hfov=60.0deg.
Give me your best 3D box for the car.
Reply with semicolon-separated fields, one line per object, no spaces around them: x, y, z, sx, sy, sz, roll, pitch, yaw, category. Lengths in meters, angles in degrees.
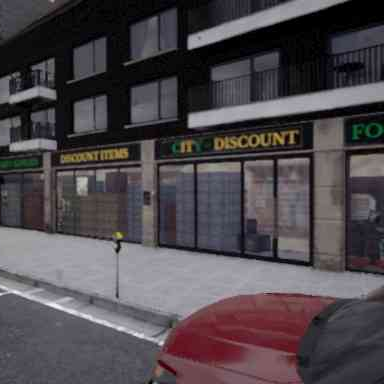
1.965;1.281;1.678;5.009;1.841;2.192;0;1;36;car
